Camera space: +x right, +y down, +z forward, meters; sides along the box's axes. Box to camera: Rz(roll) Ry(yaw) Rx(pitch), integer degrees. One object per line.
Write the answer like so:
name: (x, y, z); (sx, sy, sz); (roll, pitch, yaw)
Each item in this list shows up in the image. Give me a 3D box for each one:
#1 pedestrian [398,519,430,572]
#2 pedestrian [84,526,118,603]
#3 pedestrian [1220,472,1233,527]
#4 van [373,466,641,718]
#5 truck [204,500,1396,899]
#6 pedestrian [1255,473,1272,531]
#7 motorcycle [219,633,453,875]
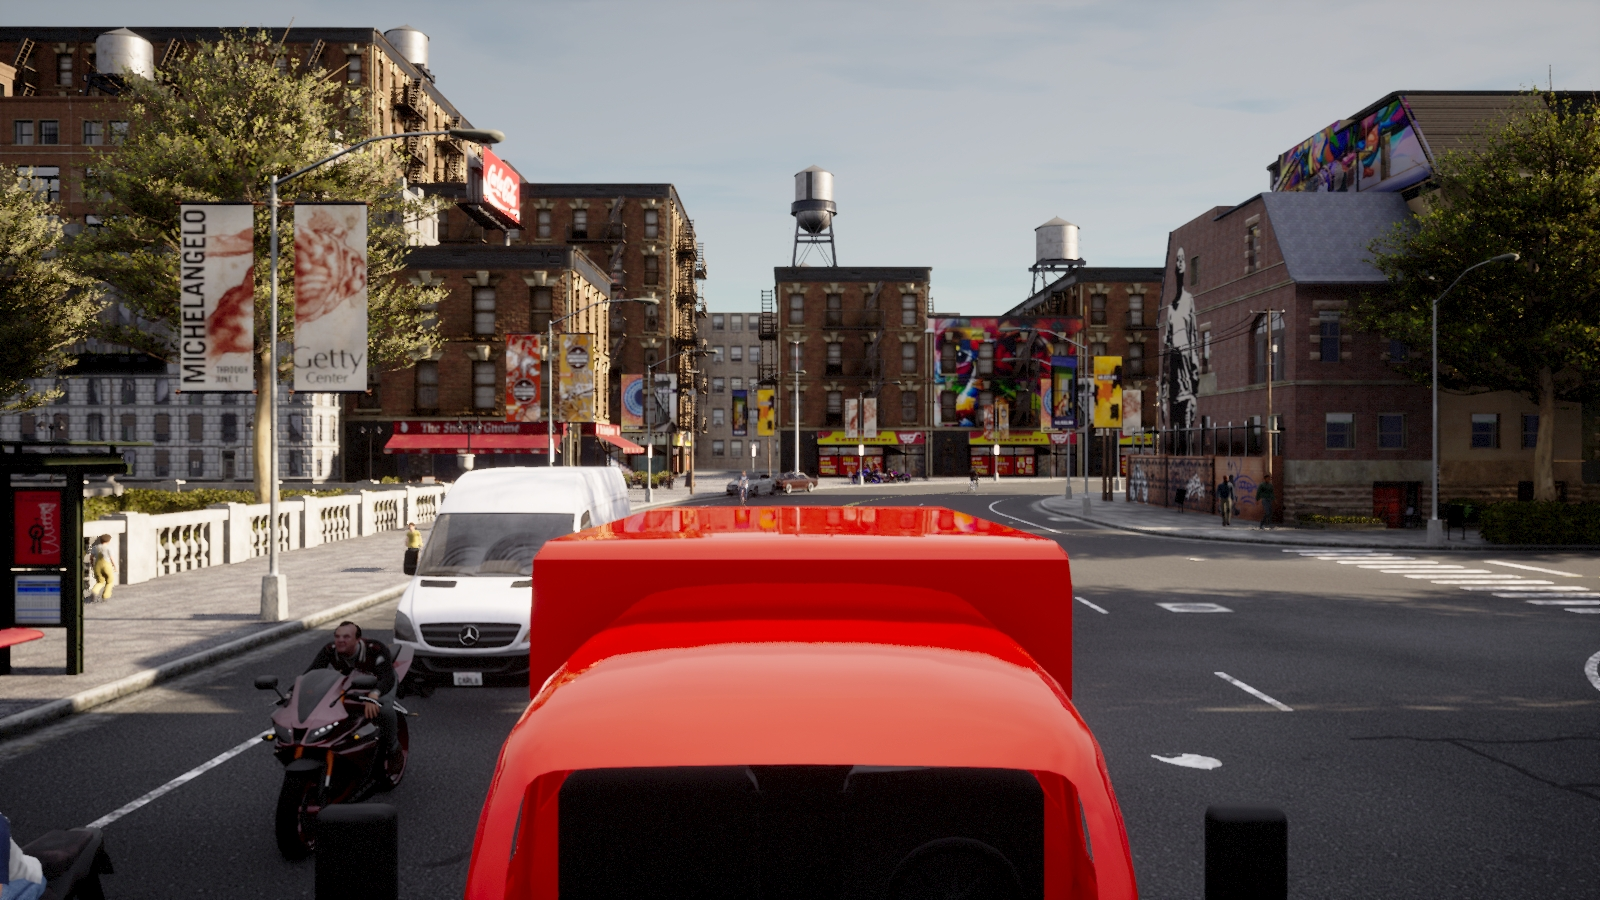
pedestrian: (-8.343, 2.068, 24.715); (0.500, 1.100, 0.500); (0, 0, 2)
pedestrian: (-12.081, 1.971, 19.747); (0.375, 1.300, 0.375); (0, 0, -5)
pedestrian: (14.500, 1.683, 38.883); (0.375, 1.860, 0.375); (0, 0, 15)
van: (-3.486, 1.529, 14.941); (1.988, 2.561, 5.915); (0, 0, 0)
truck: (0.001, 1.567, 5.117); (2.627, 2.467, 5.204); (0, 0, 0)
pedestrian: (15.054, 1.684, 37.090); (0.375, 1.860, 0.375); (0, 0, -10)
motorcycle: (-3.427, 2.202, 8.712); (0.867, 1.251, 2.209); (0, 0, 1)
